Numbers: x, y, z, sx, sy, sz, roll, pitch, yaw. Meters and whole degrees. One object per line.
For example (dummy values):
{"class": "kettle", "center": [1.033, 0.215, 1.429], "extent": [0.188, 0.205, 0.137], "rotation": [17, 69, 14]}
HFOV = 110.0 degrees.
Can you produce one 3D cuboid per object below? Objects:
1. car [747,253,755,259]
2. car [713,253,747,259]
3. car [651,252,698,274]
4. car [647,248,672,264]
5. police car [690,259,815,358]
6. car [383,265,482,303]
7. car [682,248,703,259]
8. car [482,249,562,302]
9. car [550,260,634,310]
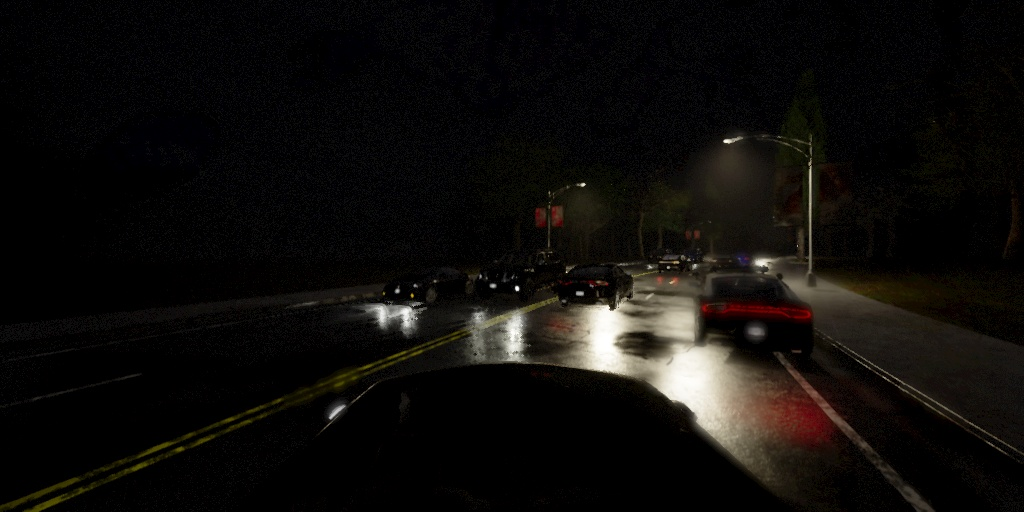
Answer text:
{"class": "car", "center": [26.034, 0.363, 40.383], "extent": [1.812, 1.442, 4.674], "rotation": [0, 1, 41]}
{"class": "car", "center": [18.216, 0.568, 30.549], "extent": [2.128, 1.511, 4.902], "rotation": [0, 1, 39]}
{"class": "car", "center": [13.494, 0.638, 29.578], "extent": [2.128, 1.511, 4.902], "rotation": [0, 1, 37]}
{"class": "car", "center": [20.273, -0.001, 48.778], "extent": [2.150, 2.045, 5.566], "rotation": [0, 1, 40]}
{"class": "police car", "center": [5.332, 1.035, 8.445], "extent": [1.930, 1.638, 5.238], "rotation": [0, 1, 27]}
{"class": "car", "center": [-3.382, 1.091, 15.207], "extent": [1.994, 1.385, 4.181], "rotation": [0, 1, 28]}
{"class": "car", "center": [24.105, -0.037, 48.315], "extent": [2.150, 2.045, 5.566], "rotation": [0, 1, 40]}
{"class": "car", "center": [0.611, 0.718, 15.904], "extent": [2.150, 2.045, 5.566], "rotation": [0, 1, 29]}
{"class": "car", "center": [3.332, 1.000, 13.633], "extent": [1.882, 1.535, 5.008], "rotation": [0, 1, 28]}
